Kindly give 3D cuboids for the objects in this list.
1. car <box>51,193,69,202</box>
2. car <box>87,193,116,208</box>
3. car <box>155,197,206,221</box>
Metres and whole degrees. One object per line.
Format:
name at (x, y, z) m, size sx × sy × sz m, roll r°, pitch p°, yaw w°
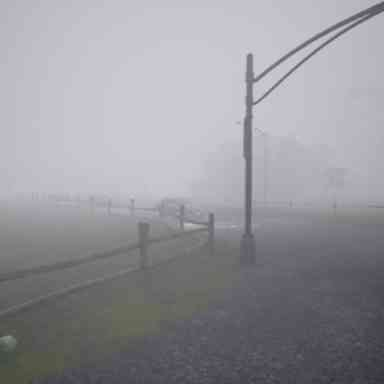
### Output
car at (-20.773, 0.870, 52.008) m, size 1.895 × 1.301 × 4.718 m, roll 1°, pitch 0°, yaw -35°
car at (-10.037, 0.931, 36.706) m, size 1.882 × 1.535 × 5.008 m, roll 1°, pitch 0°, yaw -35°
car at (-0.943, 1.163, 23.872) m, size 1.837 × 1.490 × 4.892 m, roll 1°, pitch 0°, yaw -35°
